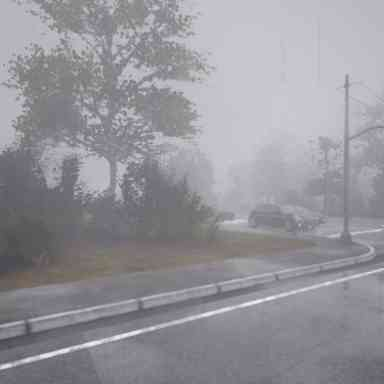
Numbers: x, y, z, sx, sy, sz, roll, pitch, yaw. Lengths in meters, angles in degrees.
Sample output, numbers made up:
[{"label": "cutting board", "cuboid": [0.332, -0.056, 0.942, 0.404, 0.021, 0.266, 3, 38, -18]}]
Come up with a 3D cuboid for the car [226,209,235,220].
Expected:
[{"label": "car", "cuboid": [2.254, 2.024, 32.794, 1.994, 1.385, 4.181, 1, -2, -42]}]

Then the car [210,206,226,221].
[{"label": "car", "cuboid": [0.387, 1.753, 29.628, 2.097, 1.767, 4.553, 1, -2, -42]}]

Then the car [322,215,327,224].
[{"label": "car", "cuboid": [7.959, 1.846, 25.961, 1.837, 1.490, 4.892, 1, -1, -42]}]

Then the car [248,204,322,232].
[{"label": "car", "cuboid": [6.058, 1.638, 22.719, 2.097, 1.767, 4.553, 1, -1, -38]}]
